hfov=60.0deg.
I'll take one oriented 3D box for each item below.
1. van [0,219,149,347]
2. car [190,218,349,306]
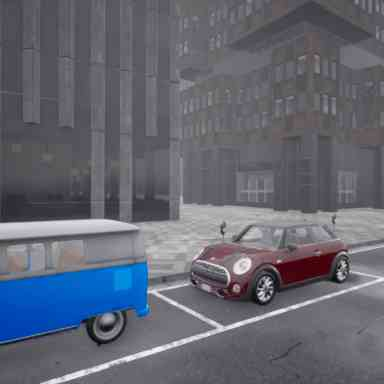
[{"bbox_3d":[-2.591,1.341,4.799,3.998,1.788,1.690,0,0,-35],"label":"van"},{"bbox_3d":[1.920,1.441,7.987,4.097,1.590,1.967,0,0,-35],"label":"car"}]
